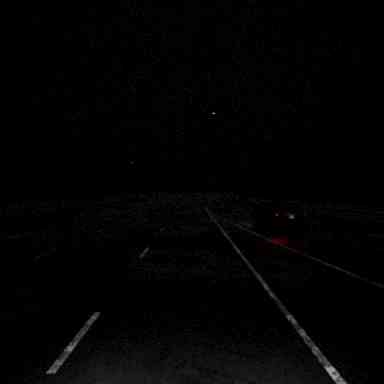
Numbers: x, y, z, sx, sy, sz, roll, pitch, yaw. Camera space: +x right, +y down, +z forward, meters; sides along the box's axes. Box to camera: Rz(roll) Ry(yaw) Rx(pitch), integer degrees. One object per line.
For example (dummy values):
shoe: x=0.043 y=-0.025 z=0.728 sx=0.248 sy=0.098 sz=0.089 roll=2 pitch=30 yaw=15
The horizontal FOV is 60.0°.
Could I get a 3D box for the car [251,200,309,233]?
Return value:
car: x=4.979 y=1.315 z=19.413 sx=2.097 sy=1.767 sz=4.553 roll=0 pitch=0 yaw=-6
